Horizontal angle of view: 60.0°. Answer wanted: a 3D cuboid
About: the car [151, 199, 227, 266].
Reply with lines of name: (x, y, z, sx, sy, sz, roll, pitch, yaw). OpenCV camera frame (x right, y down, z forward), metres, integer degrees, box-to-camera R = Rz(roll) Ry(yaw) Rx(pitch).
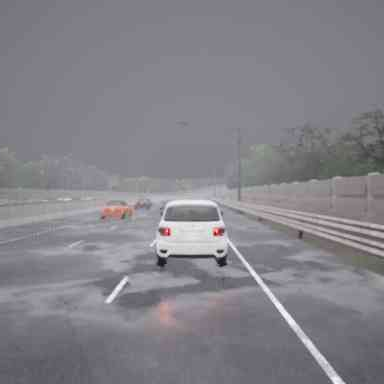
car: (-0.002, 1.299, 12.020, 2.150, 2.045, 5.566, 0, 0, 0)

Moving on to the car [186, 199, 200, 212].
car: (0.093, 1.781, 45.516, 1.837, 1.490, 4.892, 0, 0, 0)

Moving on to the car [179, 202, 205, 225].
car: (-0.005, 1.644, 26.469, 1.882, 1.535, 5.008, 0, 0, 0)

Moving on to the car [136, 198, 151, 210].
car: (-6.903, 1.639, 48.237, 2.097, 1.767, 4.553, 0, 0, 0)

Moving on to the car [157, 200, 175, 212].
car: (-3.396, 1.818, 44.488, 2.033, 1.411, 5.357, 0, 0, 0)

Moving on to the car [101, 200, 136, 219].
car: (-6.903, 1.547, 31.010, 2.097, 1.767, 4.553, 0, 0, 0)
